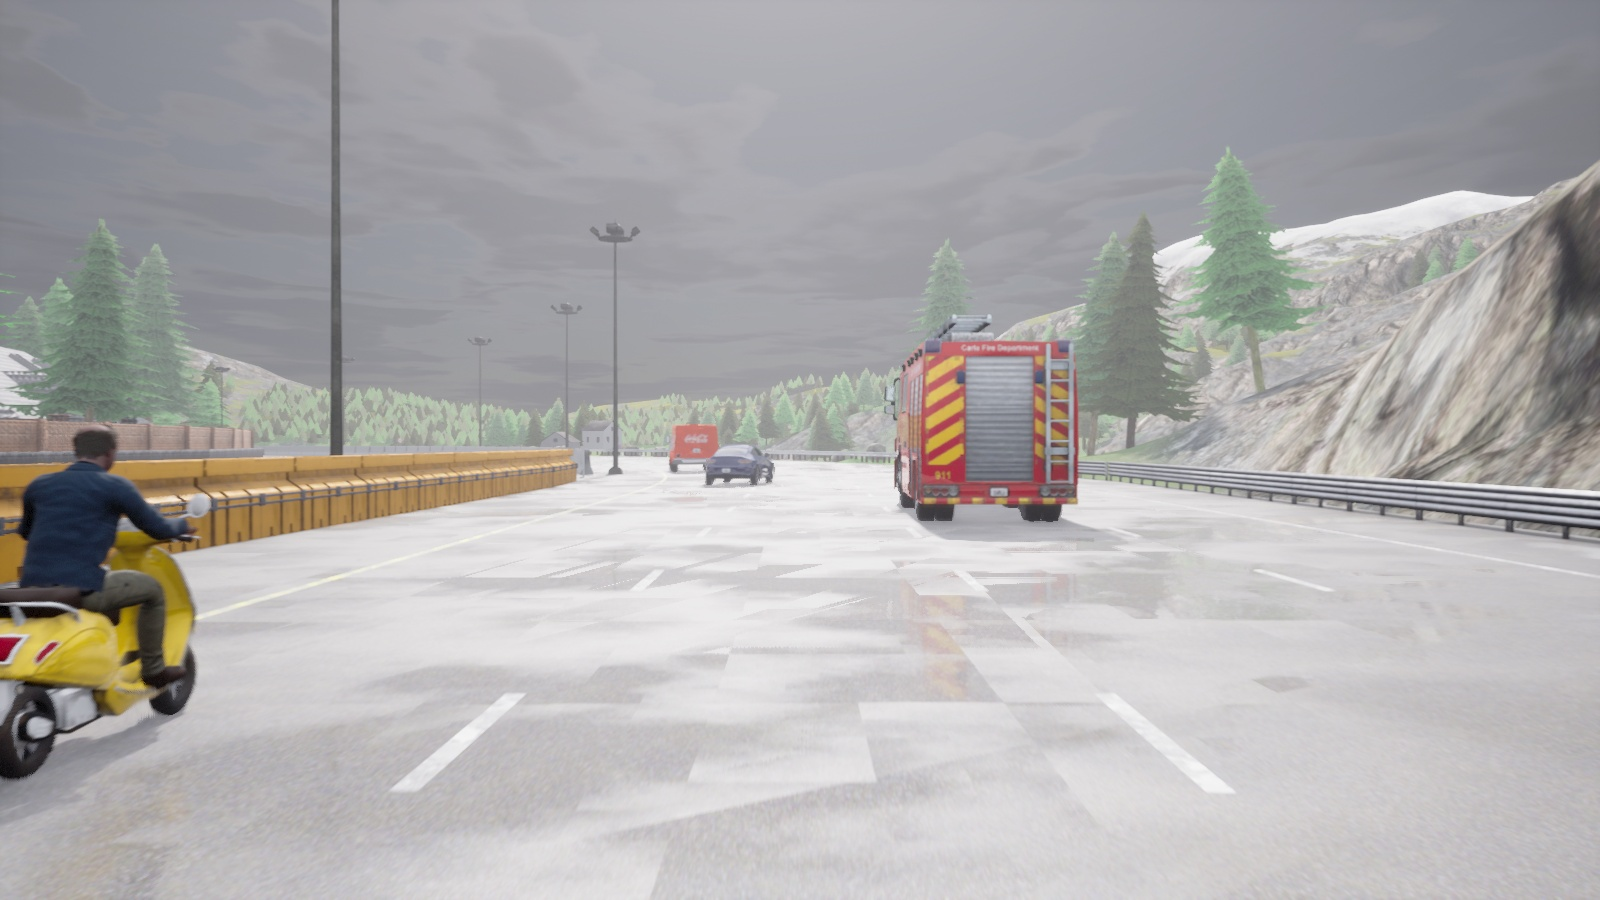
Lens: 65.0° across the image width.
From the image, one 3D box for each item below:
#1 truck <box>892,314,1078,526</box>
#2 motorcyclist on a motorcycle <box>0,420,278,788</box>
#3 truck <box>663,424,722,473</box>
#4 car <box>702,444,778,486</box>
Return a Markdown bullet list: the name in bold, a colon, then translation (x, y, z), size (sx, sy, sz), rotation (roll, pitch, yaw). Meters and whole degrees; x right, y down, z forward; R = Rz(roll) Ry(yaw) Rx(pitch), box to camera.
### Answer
- **truck**: translation (3.652, -0.567, 26.890), size (2.891, 3.827, 8.468), rotation (0, 0, 1)
- **motorcyclist on a motorcycle**: translation (-3.448, 0.661, 6.331), size (0.866, 1.590, 1.817), rotation (0, 0, 0)
- **truck**: translation (-5.701, -0.114, 66.124), size (2.627, 2.467, 5.204), rotation (0, 1, -10)
- **car**: translation (-2.132, 0.513, 45.675), size (1.812, 1.442, 4.674), rotation (0, 0, 9)
